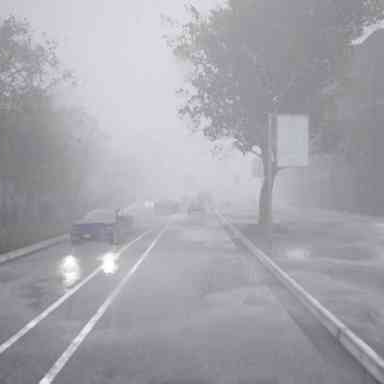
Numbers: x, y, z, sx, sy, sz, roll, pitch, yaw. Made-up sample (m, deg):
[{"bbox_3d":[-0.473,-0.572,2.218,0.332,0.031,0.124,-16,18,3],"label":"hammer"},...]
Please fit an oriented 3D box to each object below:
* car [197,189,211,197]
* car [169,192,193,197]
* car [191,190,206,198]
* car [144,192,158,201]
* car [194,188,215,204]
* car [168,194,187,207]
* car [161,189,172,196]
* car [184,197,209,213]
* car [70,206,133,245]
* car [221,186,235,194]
[{"bbox_3d":[2.787,0.146,76.531,2.231,1.521,4.892,0,3,17],"label":"car"},{"bbox_3d":[-1.787,1.169,54.561,2.097,1.535,5.008,1,3,10],"label":"car"},{"bbox_3d":[1.363,0.428,71.009,2.097,1.535,5.008,-1,3,14],"label":"car"},{"bbox_3d":[-7.331,0.761,59.679,2.128,1.511,4.902,0,2,2],"label":"car"},{"bbox_3d":[2.178,0.843,55.493,2.150,2.045,5.566,0,3,8],"label":"car"},{"bbox_3d":[-2.333,1.502,48.450,2.002,1.452,4.674,-2,2,4],"label":"car"},{"bbox_3d":[-5.685,0.007,75.365,1.812,1.442,4.674,0,2,9],"label":"car"},{"bbox_3d":[0.525,1.561,36.442,2.033,1.411,5.357,0,0,2],"label":"car"},{"bbox_3d":[-4.109,1.484,15.822,1.882,1.535,5.008,0,0,2],"label":"car"},{"bbox_3d":[8.550,-0.186,82.997,1.812,1.442,4.674,0,3,20],"label":"car"}]
